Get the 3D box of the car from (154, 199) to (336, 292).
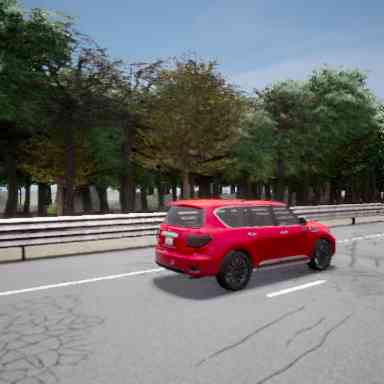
[{"bbox_3d":[1.654,1.222,9.227,5.566,2.045,2.150,0,0,-36],"label":"car"}]
